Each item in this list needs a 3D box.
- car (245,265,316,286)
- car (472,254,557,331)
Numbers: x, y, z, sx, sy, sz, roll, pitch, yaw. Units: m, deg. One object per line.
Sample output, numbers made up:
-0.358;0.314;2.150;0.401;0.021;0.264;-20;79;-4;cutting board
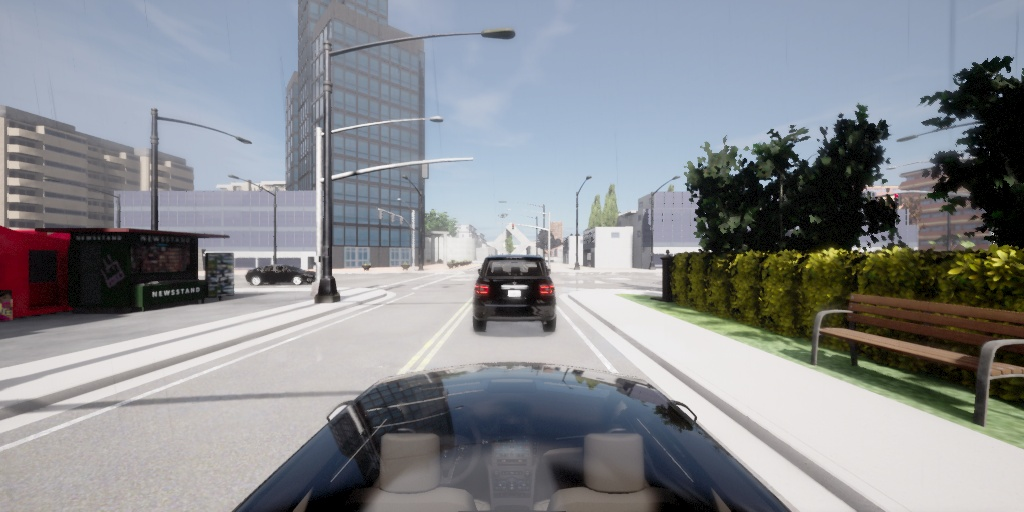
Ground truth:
-16.638;1.362;26.173;4.892;1.490;1.837;-1;0;0;car
0.075;0.971;11.079;2.150;2.045;5.566;0;0;0;car
